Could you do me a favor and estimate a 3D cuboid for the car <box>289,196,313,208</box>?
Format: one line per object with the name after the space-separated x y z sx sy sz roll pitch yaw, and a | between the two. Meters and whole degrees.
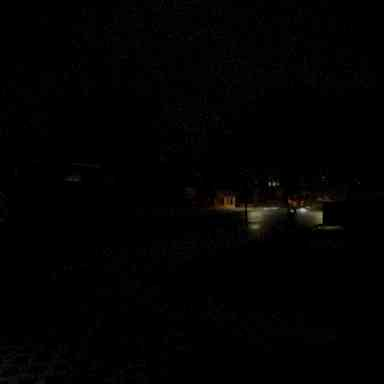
15.094 1.304 46.120 2.097 1.767 4.553 0 0 36 | car
